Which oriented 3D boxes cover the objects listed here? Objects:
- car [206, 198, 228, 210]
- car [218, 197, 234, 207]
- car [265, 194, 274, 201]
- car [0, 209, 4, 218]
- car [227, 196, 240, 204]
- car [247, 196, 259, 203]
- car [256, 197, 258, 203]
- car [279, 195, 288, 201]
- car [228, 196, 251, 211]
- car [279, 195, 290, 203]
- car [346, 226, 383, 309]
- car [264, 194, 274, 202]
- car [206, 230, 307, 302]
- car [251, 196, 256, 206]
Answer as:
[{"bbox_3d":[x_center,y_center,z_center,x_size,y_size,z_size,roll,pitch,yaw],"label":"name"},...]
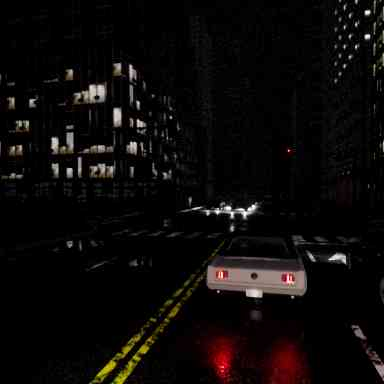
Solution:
[{"bbox_3d":[3.124,1.522,43.174,2.033,1.411,5.357,0,0,13],"label":"car"},{"bbox_3d":[5.454,1.565,53.040,1.895,1.301,4.718,0,0,13],"label":"car"},{"bbox_3d":[18.702,1.283,80.526,2.128,1.511,4.902,0,0,13],"label":"car"},{"bbox_3d":[-17.326,1.434,26.672,4.313,1.339,1.947,1,1,14],"label":"car"},{"bbox_3d":[7.885,1.457,63.169,1.837,1.490,4.892,0,0,14],"label":"car"},{"bbox_3d":[12.821,1.483,69.733,2.033,1.411,5.357,0,0,13],"label":"car"},{"bbox_3d":[10.351,1.556,59.539,1.895,1.301,4.718,0,0,14],"label":"car"},{"bbox_3d":[21.873,1.352,79.809,1.895,1.301,4.718,0,0,13],"label":"car"},{"bbox_3d":[5.893,1.502,40.732,1.812,1.442,4.674,0,0,13],"label":"car"},{"bbox_3d":[19.479,1.471,69.640,2.033,1.411,5.357,0,0,13],"label":"car"},{"bbox_3d":[4.831,1.501,7.441,1.837,1.490,4.892,0,0,13],"label":"car"},{"bbox_3d":[16.417,1.527,70.821,1.895,1.301,4.718,0,0,13],"label":"car"},{"bbox_3d":[1.702,1.597,8.344,1.895,1.301,4.718,0,0,14],"label":"car"},{"bbox_3d":[8.013,1.458,49.733,2.128,1.511,4.902,0,0,13],"label":"car"}]
